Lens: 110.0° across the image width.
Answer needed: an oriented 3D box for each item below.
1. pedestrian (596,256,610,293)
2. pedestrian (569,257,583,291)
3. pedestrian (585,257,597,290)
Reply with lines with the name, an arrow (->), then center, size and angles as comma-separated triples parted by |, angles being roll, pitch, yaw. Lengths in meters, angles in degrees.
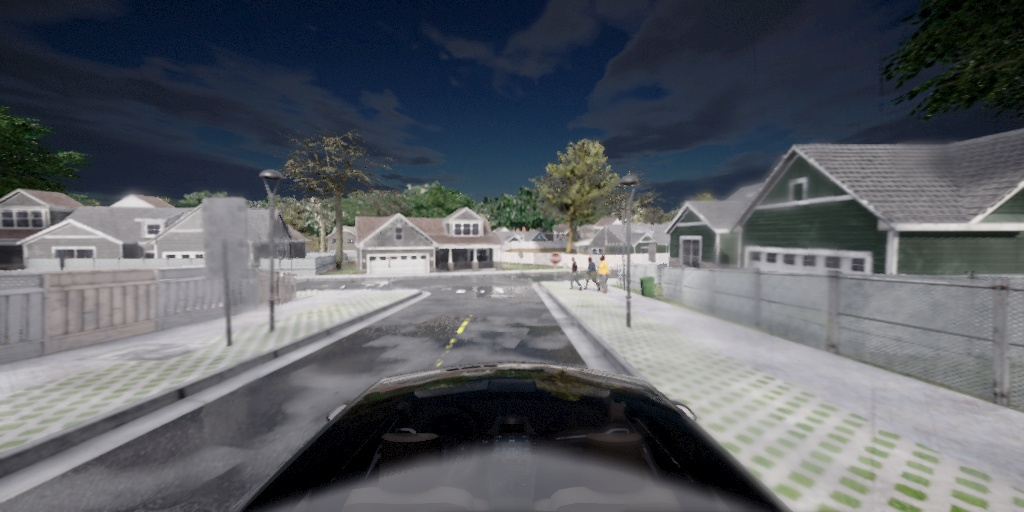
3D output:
pedestrian -> 4.497, 0.884, 17.557 | 0.375, 1.860, 0.375 | -3, 3, 0
pedestrian -> 3.302, 0.883, 18.757 | 0.375, 1.860, 0.375 | -3, 3, 0
pedestrian -> 4.025, 0.882, 18.219 | 0.375, 1.860, 0.375 | -3, 3, 0
